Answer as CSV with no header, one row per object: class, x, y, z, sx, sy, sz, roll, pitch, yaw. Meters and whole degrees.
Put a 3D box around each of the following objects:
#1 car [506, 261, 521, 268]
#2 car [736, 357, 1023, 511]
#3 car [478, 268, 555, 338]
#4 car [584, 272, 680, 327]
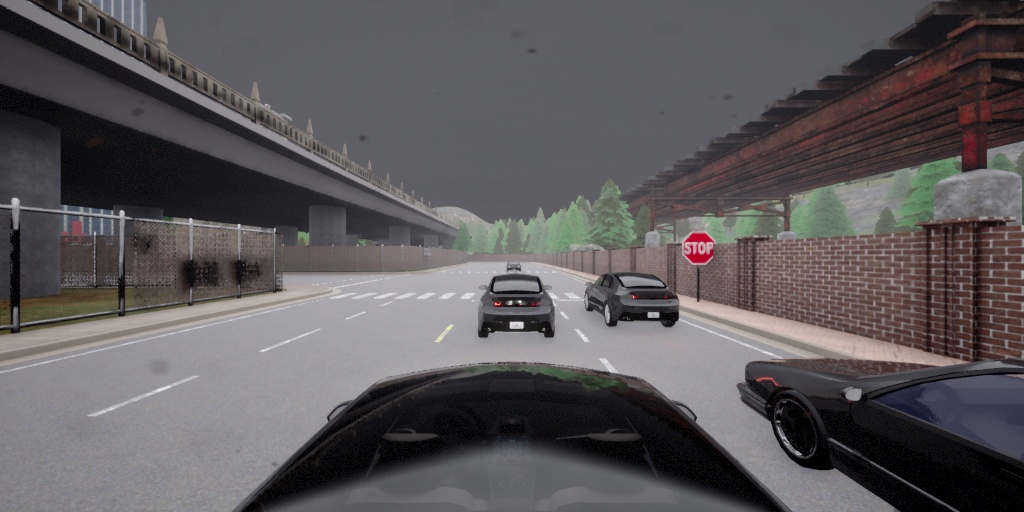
car,0.221,1.351,46.364,1.895,1.301,4.718,0,0,-1
car,3.600,1.297,1.798,2.033,1.411,5.357,0,0,0
car,0.105,1.255,10.188,1.837,1.490,4.892,0,0,0
car,3.608,1.255,11.545,1.837,1.490,4.892,0,0,0
